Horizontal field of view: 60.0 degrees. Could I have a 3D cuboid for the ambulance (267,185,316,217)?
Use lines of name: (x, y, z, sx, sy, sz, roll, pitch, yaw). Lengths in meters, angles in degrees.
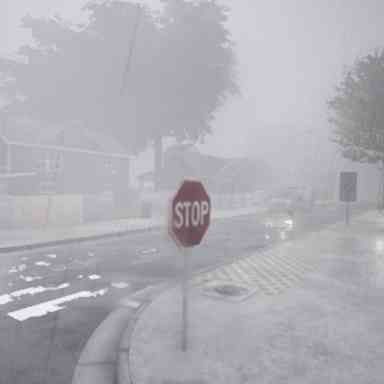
ambulance: (8.315, 0.640, 27.594, 2.351, 2.431, 6.366, 2, 1, 35)
